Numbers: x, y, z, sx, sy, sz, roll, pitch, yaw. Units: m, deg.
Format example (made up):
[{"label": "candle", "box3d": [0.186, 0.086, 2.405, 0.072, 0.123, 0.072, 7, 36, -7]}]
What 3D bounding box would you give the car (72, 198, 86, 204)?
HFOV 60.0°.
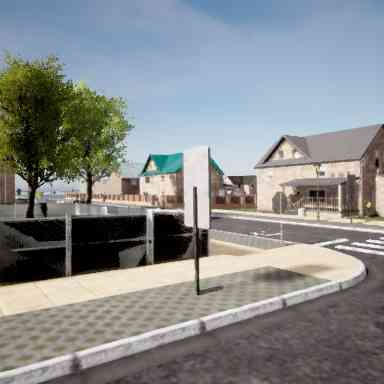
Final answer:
[{"label": "car", "box3d": [-16.084, 1.597, 48.390, 1.994, 1.385, 4.181, -2, 1, -34]}]
